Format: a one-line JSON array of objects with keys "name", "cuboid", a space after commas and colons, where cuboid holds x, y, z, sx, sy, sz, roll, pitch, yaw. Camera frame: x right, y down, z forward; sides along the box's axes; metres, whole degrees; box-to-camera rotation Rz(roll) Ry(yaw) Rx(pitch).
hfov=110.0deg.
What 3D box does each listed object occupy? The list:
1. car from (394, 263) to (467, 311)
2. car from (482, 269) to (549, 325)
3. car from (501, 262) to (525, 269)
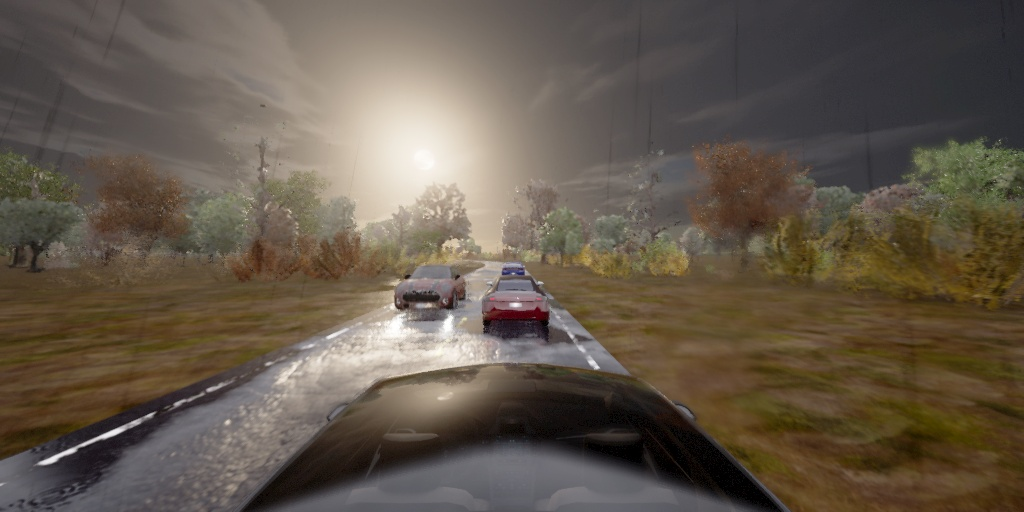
[{"name": "car", "cuboid": [-3.098, 1.103, 14.423, 2.097, 1.767, 4.553, 0, 0, 0]}, {"name": "car", "cuboid": [0.101, 1.315, 11.854, 1.994, 1.385, 4.181, 0, 0, 0]}, {"name": "car", "cuboid": [0.102, 1.225, 30.519, 1.882, 1.535, 5.008, 0, 0, 0]}]
